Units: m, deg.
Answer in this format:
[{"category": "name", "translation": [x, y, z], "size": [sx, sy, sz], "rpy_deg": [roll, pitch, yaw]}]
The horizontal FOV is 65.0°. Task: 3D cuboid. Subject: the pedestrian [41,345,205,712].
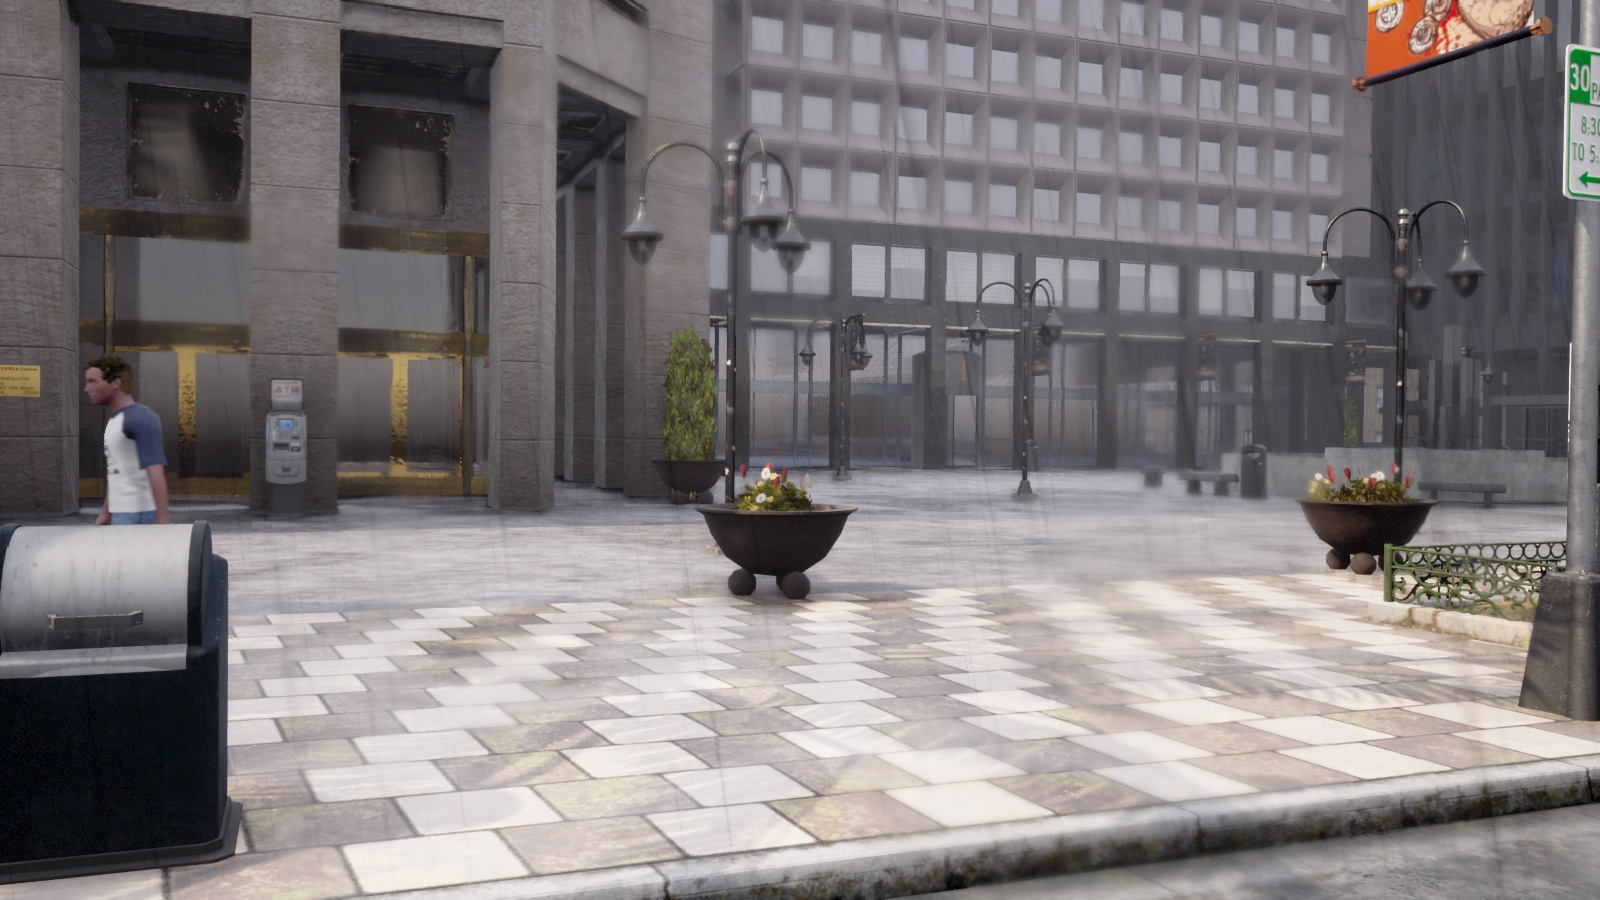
[{"category": "pedestrian", "translation": [-3.555, 0.386, 6.600], "size": [0.706, 1.836, 0.354], "rpy_deg": [-1, 1, -32]}]
